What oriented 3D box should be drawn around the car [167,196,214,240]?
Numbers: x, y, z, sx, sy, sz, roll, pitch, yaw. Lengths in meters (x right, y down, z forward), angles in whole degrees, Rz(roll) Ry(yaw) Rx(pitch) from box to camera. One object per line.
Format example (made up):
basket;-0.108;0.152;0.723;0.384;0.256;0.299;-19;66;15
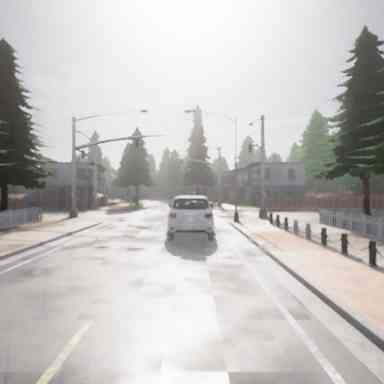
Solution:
car;-0.060;1.197;17.040;2.150;2.045;5.566;0;0;0
